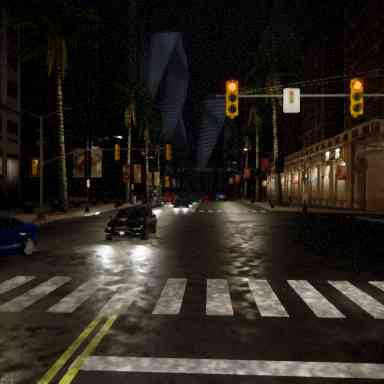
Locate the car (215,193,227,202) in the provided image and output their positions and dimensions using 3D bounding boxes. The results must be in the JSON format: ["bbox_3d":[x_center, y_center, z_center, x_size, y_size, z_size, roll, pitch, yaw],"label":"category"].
[{"bbox_3d":[7.074,1.522,78.017,2.128,1.511,4.902,0,0,2],"label":"car"}]

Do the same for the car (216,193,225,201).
[{"bbox_3d":[7.433,1.217,88.091,2.150,2.045,5.566,0,0,2],"label":"car"}]

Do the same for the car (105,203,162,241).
[{"bbox_3d":[-2.890,1.505,16.640,1.837,1.490,4.892,0,0,3],"label":"car"}]

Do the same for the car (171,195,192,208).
[{"bbox_3d":[-1.437,1.564,47.891,1.994,1.385,4.181,0,0,3],"label":"car"}]

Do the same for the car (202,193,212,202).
[{"bbox_3d":[3.565,1.224,77.812,2.150,2.045,5.566,0,0,2],"label":"car"}]

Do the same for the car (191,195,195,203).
[{"bbox_3d":[-0.916,1.504,58.671,1.837,1.490,4.892,0,0,3],"label":"car"}]

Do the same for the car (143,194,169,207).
[{"bbox_3d":[-4.986,1.491,46.912,2.128,1.511,4.902,0,0,3],"label":"car"}]

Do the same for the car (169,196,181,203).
[{"bbox_3d":[-3.673,1.540,72.535,2.033,1.411,5.357,0,0,3],"label":"car"}]

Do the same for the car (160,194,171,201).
[{"bbox_3d":[-6.417,1.354,81.273,2.185,1.767,4.553,0,0,2],"label":"car"}]

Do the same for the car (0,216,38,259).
[{"bbox_3d":[-6.691,1.477,10.204,1.882,1.535,5.008,0,0,3],"label":"car"}]

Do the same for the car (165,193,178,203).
[{"bbox_3d":[-4.295,1.221,60.918,2.150,2.045,5.566,0,0,4],"label":"car"}]

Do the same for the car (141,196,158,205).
[{"bbox_3d":[-7.505,1.513,59.369,2.161,1.482,4.786,0,0,2],"label":"car"}]
